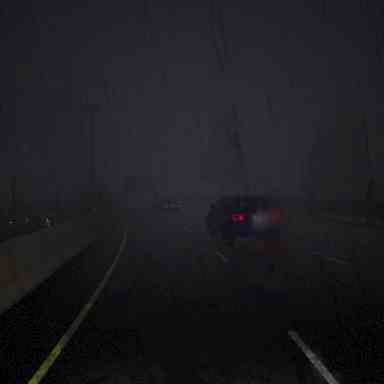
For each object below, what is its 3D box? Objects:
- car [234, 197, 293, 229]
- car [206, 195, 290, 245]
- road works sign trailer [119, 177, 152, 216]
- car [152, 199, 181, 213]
[{"bbox_3d":[4.485,1.252,21.711,2.097,1.767,4.553,0,0,-12],"label":"car"},{"bbox_3d":[2.176,1.153,15.420,2.150,2.045,5.566,0,0,-9],"label":"car"},{"bbox_3d":[-5.275,0.346,31.685,2.380,3.560,2.880,0,0,-21],"label":"road works sign trailer"},{"bbox_3d":[-2.745,1.411,34.670,2.033,1.411,5.357,0,0,-20],"label":"car"}]
